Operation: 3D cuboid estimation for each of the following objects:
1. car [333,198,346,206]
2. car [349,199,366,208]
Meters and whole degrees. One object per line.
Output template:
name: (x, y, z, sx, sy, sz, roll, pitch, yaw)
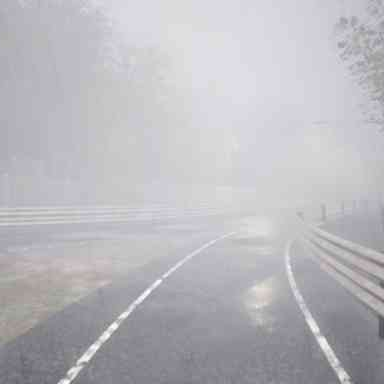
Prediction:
car: (29.077, 2.015, 65.415, 1.882, 1.535, 5.008, 1, 0, 32)
car: (30.023, 1.993, 60.832, 1.882, 1.535, 5.008, 1, 0, 32)
